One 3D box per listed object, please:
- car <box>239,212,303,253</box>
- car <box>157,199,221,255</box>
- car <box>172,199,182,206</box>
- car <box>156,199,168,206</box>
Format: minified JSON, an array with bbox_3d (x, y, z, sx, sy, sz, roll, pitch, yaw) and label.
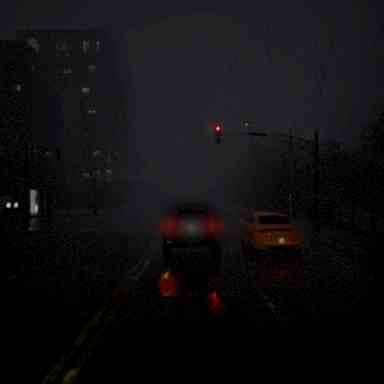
[{"bbox_3d":[3.249,1.616,14.489,1.882,1.535,5.008,0,0,0],"label":"car"},{"bbox_3d":[-0.006,1.350,14.016,2.150,2.045,5.566,0,0,0],"label":"car"},{"bbox_3d":[-3.288,2.225,73.447,1.837,1.490,4.892,0,-1,0],"label":"car"},{"bbox_3d":[-6.538,2.250,73.445,2.128,1.511,4.902,0,-1,0],"label":"car"}]
